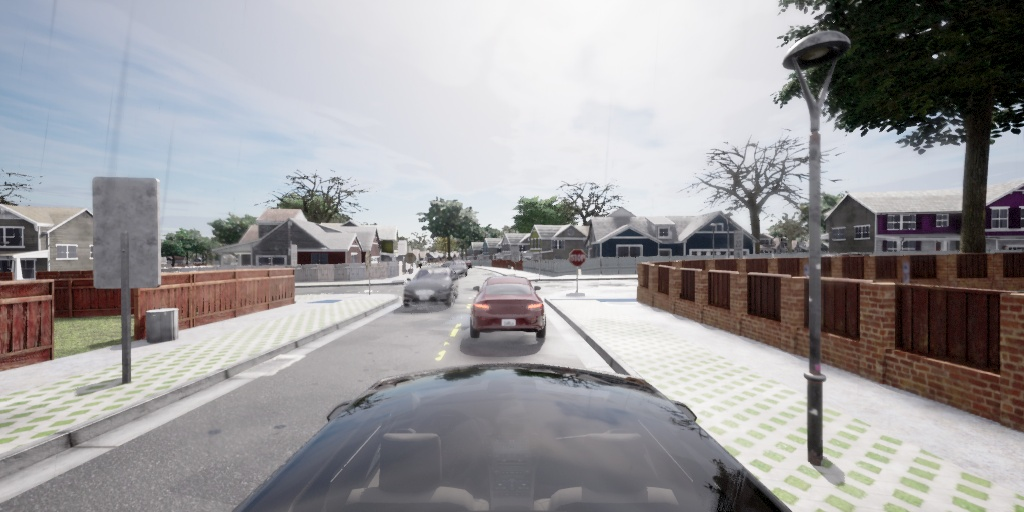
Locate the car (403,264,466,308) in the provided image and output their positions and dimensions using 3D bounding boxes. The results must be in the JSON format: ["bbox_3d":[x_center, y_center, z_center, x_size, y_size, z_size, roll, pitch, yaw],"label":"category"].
[{"bbox_3d":[-3.321,1.254,15.402,2.128,1.511,4.902,0,0,-4],"label":"car"}]

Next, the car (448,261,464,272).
[{"bbox_3d":[-8.316,1.444,53.102,2.128,1.511,4.902,0,0,-12],"label":"car"}]

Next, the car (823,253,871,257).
[{"bbox_3d":[21.459,0.612,23.795,4.553,1.767,2.097,-1,0,7],"label":"car"}]

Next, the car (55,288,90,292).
[{"bbox_3d":[-25.007,1.940,19.434,4.718,1.301,1.895,-1,1,-11],"label":"car"}]

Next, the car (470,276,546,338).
[{"bbox_3d":[-0.133,1.280,10.065,1.812,1.442,4.674,0,0,-2],"label":"car"}]

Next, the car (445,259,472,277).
[{"bbox_3d":[-5.602,1.355,37.681,2.128,1.511,4.902,0,0,-9],"label":"car"}]
